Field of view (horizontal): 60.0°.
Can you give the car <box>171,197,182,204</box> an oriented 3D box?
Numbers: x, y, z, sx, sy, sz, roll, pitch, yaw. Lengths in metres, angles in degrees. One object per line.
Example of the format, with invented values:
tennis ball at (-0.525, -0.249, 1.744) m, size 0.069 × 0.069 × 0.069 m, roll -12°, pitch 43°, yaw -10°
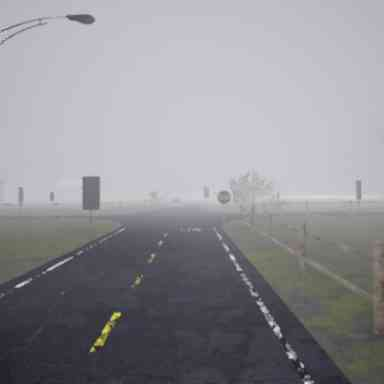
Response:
car at (-2.838, 1.553, 61.847) m, size 1.994 × 1.385 × 4.181 m, roll 0°, pitch 0°, yaw -1°
